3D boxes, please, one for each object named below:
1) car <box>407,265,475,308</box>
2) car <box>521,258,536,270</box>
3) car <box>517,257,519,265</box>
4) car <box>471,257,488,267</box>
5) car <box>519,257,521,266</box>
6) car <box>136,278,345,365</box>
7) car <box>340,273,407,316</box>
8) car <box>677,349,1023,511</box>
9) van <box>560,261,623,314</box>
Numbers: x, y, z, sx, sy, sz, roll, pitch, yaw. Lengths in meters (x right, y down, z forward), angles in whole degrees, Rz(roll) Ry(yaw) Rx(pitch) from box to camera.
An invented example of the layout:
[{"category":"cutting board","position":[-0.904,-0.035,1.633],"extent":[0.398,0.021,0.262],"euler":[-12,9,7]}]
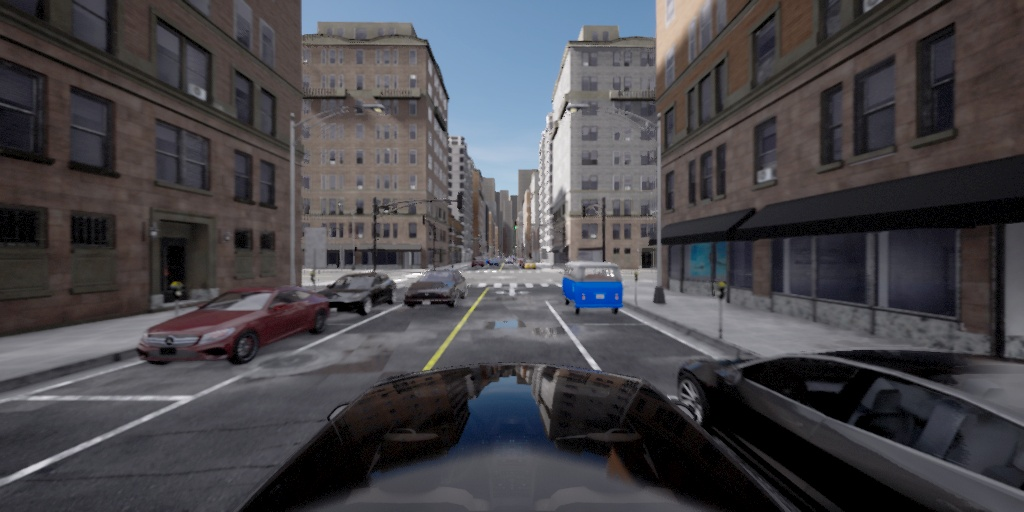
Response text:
[{"category":"car","position":[-3.053,1.298,15.487],"extent":[2.033,1.411,5.357],"euler":[0,0,0]},{"category":"car","position":[2.648,1.272,52.821],"extent":[1.751,1.417,4.829],"euler":[0,0,-1]},{"category":"car","position":[2.498,1.292,63.702],"extent":[2.007,1.370,4.403],"euler":[0,0,-1]},{"category":"car","position":[-6.027,1.056,63.585],"extent":[2.192,1.841,5.009],"euler":[0,0,-1]},{"category":"car","position":[2.574,1.184,58.176],"extent":[1.967,1.591,4.097],"euler":[0,0,-1]},{"category":"car","position":[-5.668,1.332,8.000],"extent":[1.802,1.307,4.207],"euler":[0,0,0]},{"category":"car","position":[-5.669,1.316,13.451],"extent":[1.948,1.339,4.313],"euler":[0,0,0]},{"category":"car","position":[2.857,1.316,2.564],"extent":[1.948,1.339,4.313],"euler":[0,0,0]},{"category":"van","position":[2.856,1.092,13.461],"extent":[1.690,1.789,3.998],"euler":[0,0,0]}]
